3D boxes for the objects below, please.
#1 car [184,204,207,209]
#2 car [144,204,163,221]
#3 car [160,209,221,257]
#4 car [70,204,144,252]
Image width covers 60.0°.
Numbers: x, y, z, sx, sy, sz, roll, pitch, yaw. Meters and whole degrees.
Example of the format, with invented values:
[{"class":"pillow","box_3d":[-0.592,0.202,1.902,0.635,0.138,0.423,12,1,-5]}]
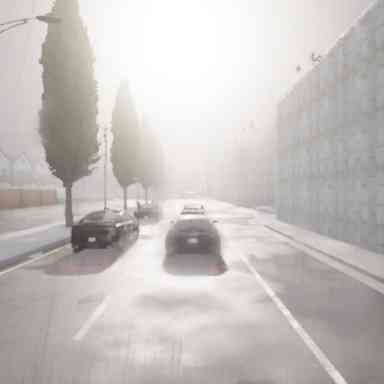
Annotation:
[{"class":"car","box_3d":[0.264,1.617,27.190,1.895,1.301,4.718,0,0,6]},{"class":"car","box_3d":[-3.458,1.617,27.213,1.895,1.301,4.718,0,0,1]},{"class":"car","box_3d":[0.051,1.573,12.937,1.994,1.385,4.181,0,0,0]},{"class":"car","box_3d":[-3.443,1.486,13.987,1.882,1.535,5.008,0,0,0]}]
